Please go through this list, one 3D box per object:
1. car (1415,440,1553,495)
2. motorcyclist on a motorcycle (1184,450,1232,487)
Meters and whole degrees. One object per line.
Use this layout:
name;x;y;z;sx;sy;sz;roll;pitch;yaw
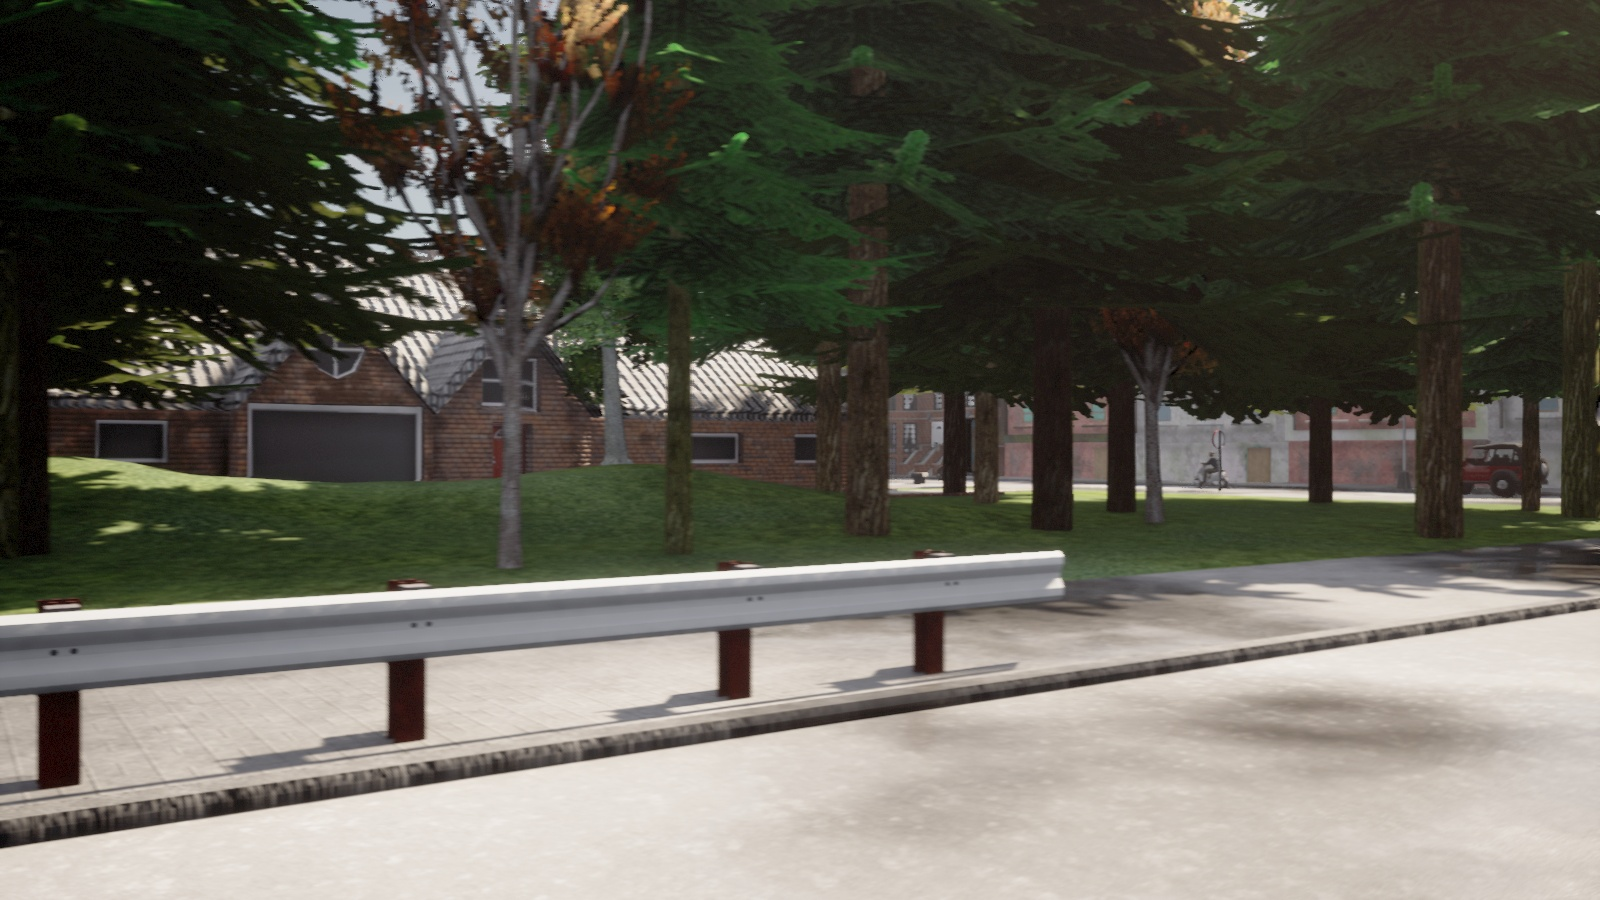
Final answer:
car;24.274;0.595;44.655;1.905;1.878;3.866;0;0;-35
motorcyclist on a motorcycle;17.649;0.790;54.291;0.866;1.590;1.817;0;0;-35
